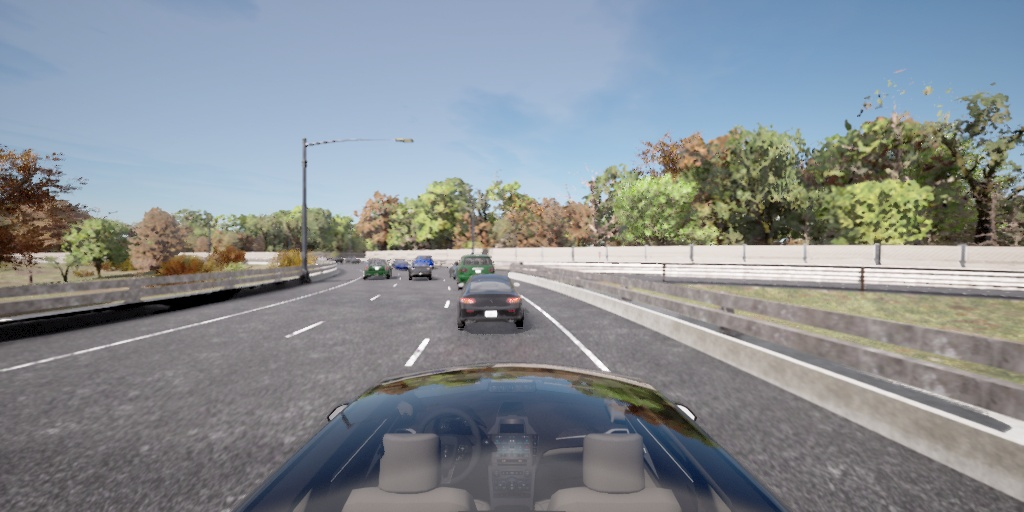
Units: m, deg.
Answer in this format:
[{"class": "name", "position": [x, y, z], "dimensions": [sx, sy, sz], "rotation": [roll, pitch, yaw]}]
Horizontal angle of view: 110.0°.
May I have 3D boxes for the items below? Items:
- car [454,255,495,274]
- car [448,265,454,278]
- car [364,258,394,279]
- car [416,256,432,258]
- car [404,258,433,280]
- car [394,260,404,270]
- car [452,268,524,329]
[{"class": "car", "position": [-2.333, 0.956, 22.397], "dimensions": [2.150, 2.045, 5.566], "rotation": [0, 0, -10]}, {"class": "car", "position": [-4.443, 1.277, 31.459], "dimensions": [2.033, 1.411, 5.357], "rotation": [0, 0, -16]}, {"class": "car", "position": [-11.981, 1.085, 32.233], "dimensions": [2.097, 1.767, 4.553], "rotation": [0, 0, -16]}, {"class": "car", "position": [-13.520, 0.941, 54.167], "dimensions": [2.150, 2.045, 5.566], "rotation": [0, 0, -28]}, {"class": "car", "position": [-7.943, 1.225, 30.940], "dimensions": [2.128, 1.511, 4.902], "rotation": [0, 0, -16]}, {"class": "car", "position": [-16.161, 1.286, 51.535], "dimensions": [1.994, 1.385, 4.181], "rotation": [0, 0, -27]}, {"class": "car", "position": [-0.701, 1.269, 11.172], "dimensions": [1.812, 1.442, 4.674], "rotation": [0, 0, -5]}]
